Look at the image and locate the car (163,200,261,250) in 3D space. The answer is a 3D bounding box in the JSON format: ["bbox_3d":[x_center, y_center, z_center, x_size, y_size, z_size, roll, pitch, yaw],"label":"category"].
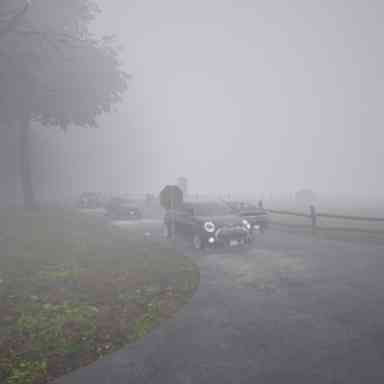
[{"bbox_3d":[0.470,1.167,13.657,2.097,1.767,4.553,-1,1,-27],"label":"car"}]

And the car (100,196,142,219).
[{"bbox_3d":[-5.192,1.113,24.705,1.837,1.490,4.892,-1,1,-27],"label":"car"}]

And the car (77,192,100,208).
[{"bbox_3d":[-11.028,0.773,35.971,2.097,1.767,4.553,-1,1,-27],"label":"car"}]

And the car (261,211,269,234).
[{"bbox_3d":[1.837,1.236,16.518,2.128,1.511,4.902,-1,1,-23],"label":"car"}]
